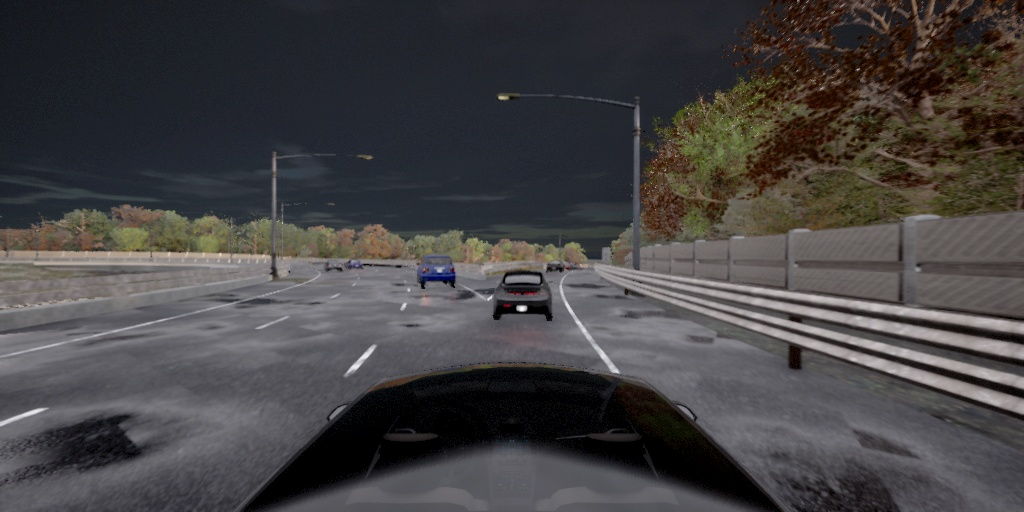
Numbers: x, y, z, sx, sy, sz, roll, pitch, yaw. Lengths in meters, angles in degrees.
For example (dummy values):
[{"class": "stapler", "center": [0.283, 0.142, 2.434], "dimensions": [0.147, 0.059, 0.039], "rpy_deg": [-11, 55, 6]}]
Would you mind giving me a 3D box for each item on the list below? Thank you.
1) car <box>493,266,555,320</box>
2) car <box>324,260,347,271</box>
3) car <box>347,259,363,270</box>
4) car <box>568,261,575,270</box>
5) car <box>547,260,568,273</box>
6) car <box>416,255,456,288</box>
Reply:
[{"class": "car", "center": [0.441, 1.262, 12.730], "dimensions": [1.837, 1.490, 4.892], "rpy_deg": [0, 0, 4]}, {"class": "car", "center": [-23.535, 1.262, 47.116], "dimensions": [2.033, 1.411, 5.357], "rpy_deg": [0, 0, -33]}, {"class": "car", "center": [-23.555, 1.244, 53.340], "dimensions": [1.812, 1.442, 4.674], "rpy_deg": [0, 0, -35]}, {"class": "car", "center": [8.441, 1.536, 56.567], "dimensions": [1.994, 1.385, 4.181], "rpy_deg": [0, -2, 14]}, {"class": "car", "center": [5.472, 1.270, 44.398], "dimensions": [1.882, 1.535, 5.008], "rpy_deg": [0, 0, 13]}, {"class": "car", "center": [-5.116, 0.970, 23.957], "dimensions": [2.150, 2.045, 5.566], "rpy_deg": [0, 0, -17]}]
